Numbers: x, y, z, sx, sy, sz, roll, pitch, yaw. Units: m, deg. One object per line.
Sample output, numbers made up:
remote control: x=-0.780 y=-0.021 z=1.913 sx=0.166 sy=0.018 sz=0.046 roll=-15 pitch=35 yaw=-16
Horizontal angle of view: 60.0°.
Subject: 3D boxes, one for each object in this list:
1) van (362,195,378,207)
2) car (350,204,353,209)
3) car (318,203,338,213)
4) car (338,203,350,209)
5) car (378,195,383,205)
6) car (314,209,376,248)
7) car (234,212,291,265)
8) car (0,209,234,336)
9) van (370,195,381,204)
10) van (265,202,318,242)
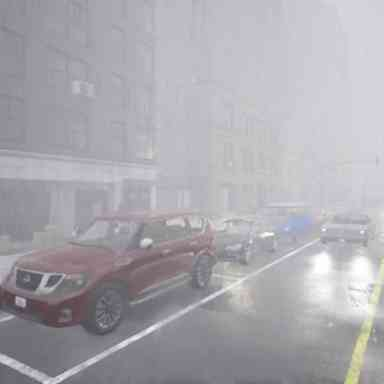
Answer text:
van: x=28.636 y=1.549 z=53.971 sx=1.690 sy=1.788 sz=3.998 roll=0 pitch=0 yaw=33
car: x=14.008 y=1.685 z=31.044 sx=2.008 sy=1.369 sz=4.403 roll=0 pitch=0 yaw=33
car: x=7.819 y=1.626 z=21.344 sx=1.752 sy=1.417 sz=4.829 roll=0 pitch=0 yaw=33
car: x=10.868 y=1.643 z=26.124 sx=1.752 sy=1.417 sz=4.829 roll=0 pitch=0 yaw=33
car: x=34.646 y=1.550 z=63.390 sx=2.192 sy=1.841 sz=5.009 roll=0 pitch=0 yaw=33
car: x=7.288 y=1.674 z=15.378 sx=1.895 sy=1.301 sz=4.718 roll=0 pitch=0 yaw=33
car: x=1.811 y=1.611 z=11.930 sx=2.008 sy=1.369 sz=4.403 roll=0 pitch=0 yaw=33
car: x=-1.237 y=1.354 z=7.154 sx=2.192 sy=1.841 sz=5.009 roll=0 pitch=0 yaw=33
van: x=37.651 y=1.587 z=68.098 sx=1.690 sy=1.788 sz=3.998 roll=0 pitch=0 yaw=33
van: x=4.860 y=1.423 z=16.710 sx=1.690 sy=1.788 sz=3.998 roll=0 pitch=0 yaw=33
